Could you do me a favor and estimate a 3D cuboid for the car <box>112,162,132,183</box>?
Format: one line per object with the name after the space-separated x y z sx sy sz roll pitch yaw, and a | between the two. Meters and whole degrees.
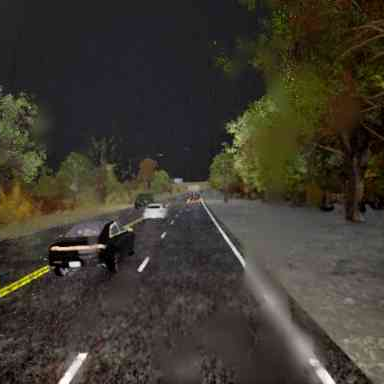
-9.783 -2.626 45.835 2.045 2.150 5.566 -26 13 -7 | car

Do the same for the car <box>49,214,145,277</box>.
-3.154 1.728 11.356 2.128 1.511 4.902 -3 0 0 | car

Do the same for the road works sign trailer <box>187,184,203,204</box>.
0.372 0.372 60.463 2.380 3.560 2.880 -3 0 1 | road works sign trailer

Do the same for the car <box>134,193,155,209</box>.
-6.307 1.153 44.971 2.150 2.045 5.566 0 0 1 | car

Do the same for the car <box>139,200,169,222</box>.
-3.058 1.716 28.569 1.812 1.442 4.674 -3 0 0 | car
